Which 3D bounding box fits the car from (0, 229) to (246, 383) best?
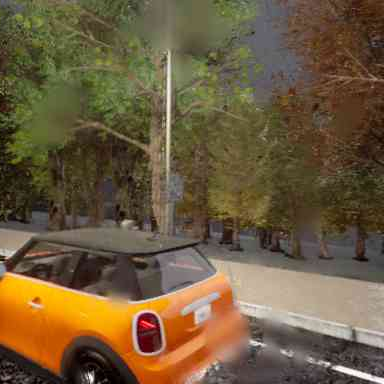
[{"bbox_3d":[-1.609,1.323,4.834,4.553,1.767,2.097,1,0,35],"label":"car"}]
